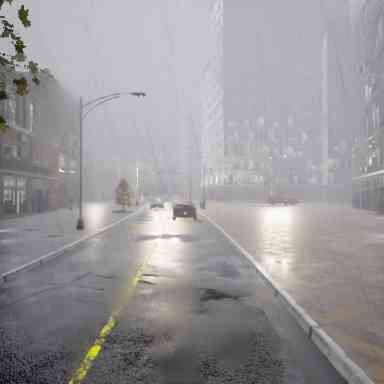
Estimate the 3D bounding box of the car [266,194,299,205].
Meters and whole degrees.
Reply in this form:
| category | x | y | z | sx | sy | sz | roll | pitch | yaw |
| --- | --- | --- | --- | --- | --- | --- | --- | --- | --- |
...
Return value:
| category | x | y | z | sx | sy | sz | roll | pitch | yaw |
| --- | --- | --- | --- | --- | --- | --- | --- | --- | --- |
| car | 13.957 | 1.201 | 51.535 | 5.009 | 1.841 | 2.192 | 0 | -1 | 15 |

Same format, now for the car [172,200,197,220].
| category | x | y | z | sx | sy | sz | roll | pitch | yaw |
| --- | --- | --- | --- | --- | --- | --- | --- | --- | --- |
| car | -0.656 | 1.482 | 27.993 | 1.882 | 1.535 | 5.008 | 0 | 0 | -3 |

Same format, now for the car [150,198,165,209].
| category | x | y | z | sx | sy | sz | roll | pitch | yaw |
| --- | --- | --- | --- | --- | --- | --- | --- | --- | --- |
| car | -4.639 | 1.549 | 44.625 | 2.033 | 1.411 | 5.357 | 0 | 0 | -5 |

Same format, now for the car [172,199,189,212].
| category | x | y | z | sx | sy | sz | roll | pitch | yaw |
| --- | --- | --- | --- | --- | --- | --- | --- | --- | --- |
| car | -1.490 | 1.607 | 40.679 | 1.895 | 1.301 | 4.718 | 0 | 0 | -4 |
